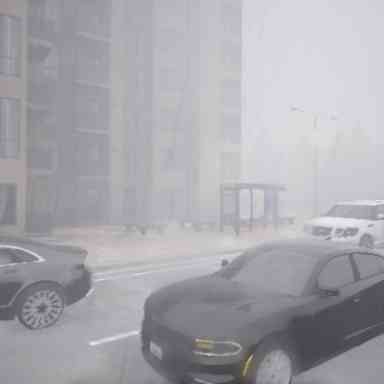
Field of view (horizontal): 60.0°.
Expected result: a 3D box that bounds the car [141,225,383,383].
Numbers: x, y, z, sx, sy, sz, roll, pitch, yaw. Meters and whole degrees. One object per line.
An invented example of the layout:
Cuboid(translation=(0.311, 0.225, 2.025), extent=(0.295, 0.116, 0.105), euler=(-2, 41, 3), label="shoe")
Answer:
Cuboid(translation=(1.643, 1.516, 5.148), extent=(5.008, 1.535, 1.882), euler=(1, 0, -35), label="car")

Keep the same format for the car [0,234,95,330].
Cuboid(translation=(-4.097, 1.489, 5.360), extent=(4.902, 1.511, 2.128), euler=(1, 0, -35), label="car")

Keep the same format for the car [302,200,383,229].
Cuboid(translation=(6.579, 1.338, 12.898), extent=(5.566, 2.045, 2.150), euler=(1, 0, -35), label="car")
